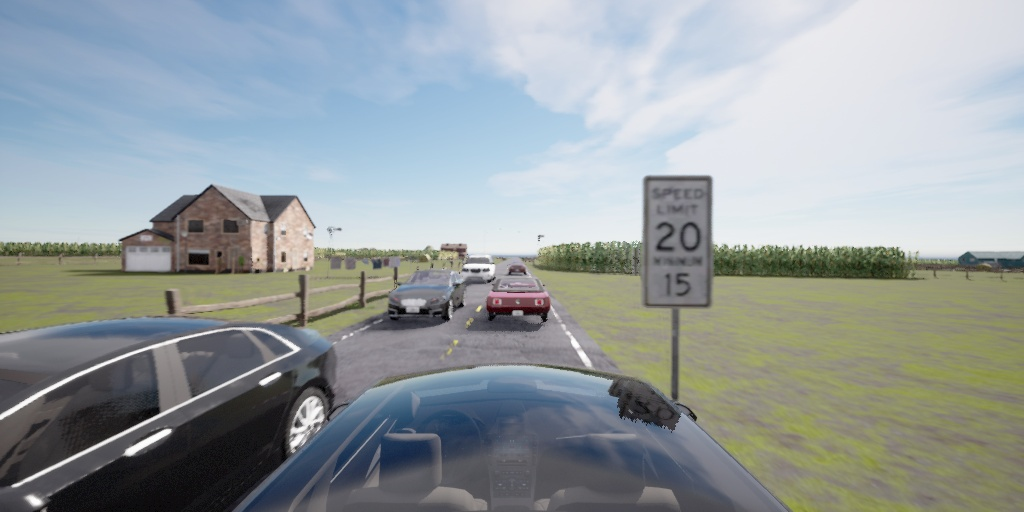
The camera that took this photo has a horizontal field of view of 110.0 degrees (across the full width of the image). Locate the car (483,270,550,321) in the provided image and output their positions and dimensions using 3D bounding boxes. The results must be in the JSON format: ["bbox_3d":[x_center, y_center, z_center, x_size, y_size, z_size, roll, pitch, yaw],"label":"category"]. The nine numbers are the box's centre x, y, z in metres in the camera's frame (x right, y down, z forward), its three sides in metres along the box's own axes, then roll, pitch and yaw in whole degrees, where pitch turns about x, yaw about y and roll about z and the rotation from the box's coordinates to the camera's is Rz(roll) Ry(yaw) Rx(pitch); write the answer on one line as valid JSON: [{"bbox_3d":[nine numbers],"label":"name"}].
[{"bbox_3d":[0.211,1.351,12.504,1.895,1.301,4.718,0,0,1],"label":"car"}]

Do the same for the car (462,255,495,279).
[{"bbox_3d":[-2.500,0.947,27.718,2.150,2.045,5.566,0,1,1],"label":"car"}]

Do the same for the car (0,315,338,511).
[{"bbox_3d":[-2.883,1.237,2.065,1.837,1.490,4.892,0,0,1],"label":"car"}]

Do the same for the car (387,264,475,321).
[{"bbox_3d":[-2.726,1.222,12.432,2.128,1.511,4.902,0,0,1],"label":"car"}]

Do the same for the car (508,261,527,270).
[{"bbox_3d":[0.583,1.280,38.896,1.812,1.442,4.674,0,0,1],"label":"car"}]
